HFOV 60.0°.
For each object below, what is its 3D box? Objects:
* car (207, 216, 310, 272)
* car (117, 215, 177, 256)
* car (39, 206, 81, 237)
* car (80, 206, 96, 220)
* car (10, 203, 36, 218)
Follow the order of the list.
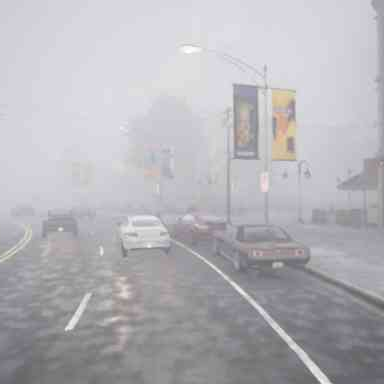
[{"bbox_3d":[1.985,1.701,11.174,1.895,1.301,4.718,0,-1,-9],"label":"car"},{"bbox_3d":[-2.114,1.684,13.977,1.812,1.442,4.674,0,-1,-15],"label":"car"},{"bbox_3d":[-7.925,1.756,19.889,1.837,1.490,4.892,0,-1,-23],"label":"car"},{"bbox_3d":[-10.916,1.993,31.899,1.895,1.301,4.718,0,-1,-36],"label":"car"},{"bbox_3d":[-18.187,1.977,35.670,1.837,1.490,4.892,0,-1,-38],"label":"car"}]
